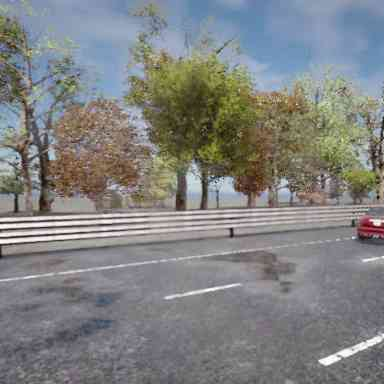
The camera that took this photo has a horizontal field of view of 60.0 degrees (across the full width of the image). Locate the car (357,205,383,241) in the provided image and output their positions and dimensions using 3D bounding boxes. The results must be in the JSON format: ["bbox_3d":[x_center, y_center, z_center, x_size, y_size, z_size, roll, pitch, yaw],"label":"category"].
[{"bbox_3d":[9.761,1.381,15.375,4.553,1.767,2.097,0,0,-31],"label":"car"}]
